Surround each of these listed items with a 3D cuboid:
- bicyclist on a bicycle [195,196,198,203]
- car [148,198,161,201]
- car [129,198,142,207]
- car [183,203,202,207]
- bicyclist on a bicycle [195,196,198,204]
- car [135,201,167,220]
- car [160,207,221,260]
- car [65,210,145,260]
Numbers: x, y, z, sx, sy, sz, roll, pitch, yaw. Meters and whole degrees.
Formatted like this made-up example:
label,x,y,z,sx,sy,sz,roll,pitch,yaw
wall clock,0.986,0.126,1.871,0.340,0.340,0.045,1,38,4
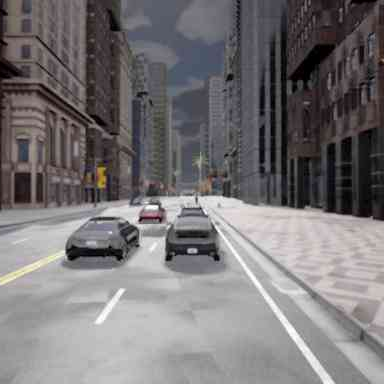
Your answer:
label,x,y,z,sx,sy,sz,roll,pitch,yaw
bicyclist on a bicycle,0.899,1.647,63.789,0.659,1.776,1.843,0,0,0
car,-6.543,1.759,58.282,1.837,1.490,4.892,0,0,1
car,-9.790,1.759,58.151,1.837,1.490,4.892,0,0,1
car,0.044,1.616,27.604,2.128,1.511,4.902,0,0,1
bicyclist on a bicycle,0.902,1.766,72.795,0.582,1.620,1.656,0,-1,0
car,-3.205,1.689,27.740,1.994,1.385,4.181,0,0,1
car,0.043,1.562,12.656,1.837,1.490,4.892,0,0,1
car,-3.206,1.621,12.707,1.994,1.385,4.181,0,0,1
